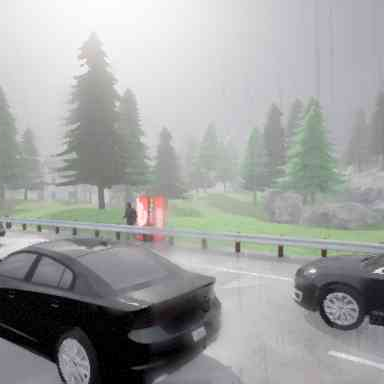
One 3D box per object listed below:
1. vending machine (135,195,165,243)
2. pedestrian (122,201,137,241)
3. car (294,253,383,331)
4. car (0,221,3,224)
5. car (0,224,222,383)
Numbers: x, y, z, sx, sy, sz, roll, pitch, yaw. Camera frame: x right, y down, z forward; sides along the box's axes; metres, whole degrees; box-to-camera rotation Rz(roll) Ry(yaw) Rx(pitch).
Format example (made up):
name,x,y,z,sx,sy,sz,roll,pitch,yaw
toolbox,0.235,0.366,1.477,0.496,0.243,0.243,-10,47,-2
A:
name,x,y,z,sx,sy,sz,roll,pitch,yaw
vending machine,-1.937,1.191,15.440,0.880,2.100,1.100,0,0,33
pedestrian,-2.839,1.289,15.266,0.375,1.860,0.375,0,0,33
car,4.124,1.506,5.233,4.892,1.490,1.837,0,0,36
car,-10.668,1.539,15.047,5.357,1.411,2.033,0,0,31
car,-1.949,1.475,5.238,5.008,1.535,1.882,0,0,35
